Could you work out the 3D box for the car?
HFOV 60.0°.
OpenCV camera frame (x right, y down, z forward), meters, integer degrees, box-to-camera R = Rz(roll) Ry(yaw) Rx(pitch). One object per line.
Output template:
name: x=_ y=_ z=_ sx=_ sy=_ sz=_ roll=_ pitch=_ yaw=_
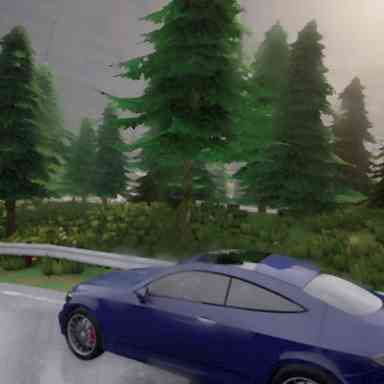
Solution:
car: x=0.344 y=1.501 z=4.340 sx=4.674 sy=1.442 sz=1.812 roll=1 pitch=1 yaw=30
